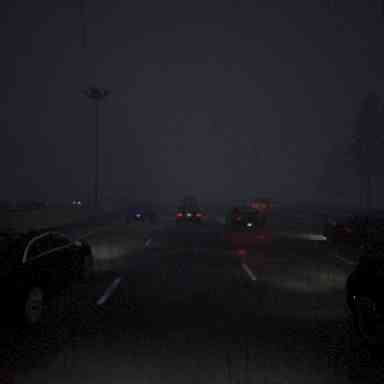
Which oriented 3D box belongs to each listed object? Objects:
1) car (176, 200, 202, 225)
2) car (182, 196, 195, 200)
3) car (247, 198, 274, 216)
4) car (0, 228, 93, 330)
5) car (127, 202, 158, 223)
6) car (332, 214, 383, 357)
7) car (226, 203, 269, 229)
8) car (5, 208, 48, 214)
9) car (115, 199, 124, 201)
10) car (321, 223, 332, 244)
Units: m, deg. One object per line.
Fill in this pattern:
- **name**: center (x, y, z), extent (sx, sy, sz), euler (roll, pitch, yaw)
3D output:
- **car**: center (-0.215, 1.545, 24.139), extent (2.033, 1.411, 5.357), euler (0, 0, -1)
- **car**: center (-0.432, 1.347, 41.970), extent (2.097, 1.767, 4.553), euler (0, 0, -1)
- **car**: center (6.675, 1.361, 33.147), extent (2.097, 1.767, 4.553), euler (0, 0, -1)
- **car**: center (-3.506, 1.485, 6.850), extent (2.128, 1.511, 4.902), euler (0, 0, -1)
- **car**: center (-3.732, 1.469, 25.496), extent (1.882, 1.535, 5.008), euler (0, 0, -1)
- **car**: center (3.542, 1.227, 2.897), extent (2.150, 2.045, 5.566), euler (0, 0, -1)
- **car**: center (3.317, 1.605, 21.523), extent (1.895, 1.301, 4.718), euler (0, 0, -1)
- **car**: center (-14.479, 1.520, 29.255), extent (2.033, 1.411, 5.357), euler (0, 0, -1)
- **car**: center (-14.876, 1.488, 70.212), extent (1.812, 1.442, 4.674), euler (0, 0, -1)
- **car**: center (6.921, 1.559, 12.916), extent (2.033, 1.411, 5.357), euler (0, 0, -1)
